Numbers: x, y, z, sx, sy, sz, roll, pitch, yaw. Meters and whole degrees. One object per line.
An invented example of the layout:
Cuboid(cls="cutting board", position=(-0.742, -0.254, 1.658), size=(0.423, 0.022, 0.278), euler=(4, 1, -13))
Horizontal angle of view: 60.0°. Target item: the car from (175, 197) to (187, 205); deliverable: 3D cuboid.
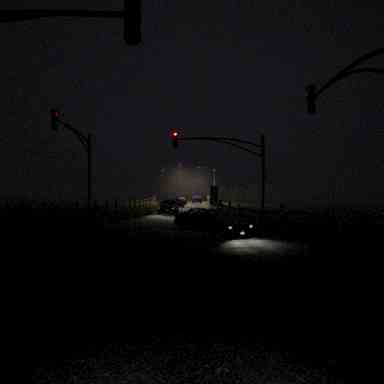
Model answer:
Cuboid(cls="car", position=(-1.981, 1.579, 60.355), size=(1.994, 1.385, 4.181), euler=(0, 0, 1))

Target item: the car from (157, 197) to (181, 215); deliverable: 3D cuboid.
Cuboid(cls="car", position=(-2.416, 1.511, 34.188), size=(1.837, 1.490, 4.892), euler=(0, 0, 1))

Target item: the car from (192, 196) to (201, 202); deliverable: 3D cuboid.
Cuboid(cls="car", position=(1.092, 1.617, 75.929), size=(1.895, 1.301, 4.718), euler=(0, 0, 1))

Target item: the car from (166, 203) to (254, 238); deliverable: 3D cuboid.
Cuboid(cls="car", position=(0.971, 1.597, 18.554), size=(2.033, 1.411, 5.357), euler=(1, 0, -35))

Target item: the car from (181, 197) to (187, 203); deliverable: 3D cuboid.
Cuboid(cls="car", position=(-2.168, 1.559, 49.680), size=(2.033, 1.411, 5.357), euler=(0, 0, 1))

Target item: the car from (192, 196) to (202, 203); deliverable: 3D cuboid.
Cuboid(cls="car", position=(1.030, 1.495, 65.895), size=(1.882, 1.535, 5.008), euler=(0, 0, 1))
